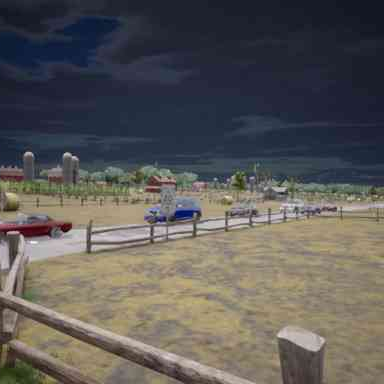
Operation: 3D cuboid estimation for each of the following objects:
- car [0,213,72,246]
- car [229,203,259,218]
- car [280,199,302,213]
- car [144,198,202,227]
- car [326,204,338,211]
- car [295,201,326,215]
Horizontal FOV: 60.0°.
[{"bbox_3d":[-8.386,1.726,16.302,1.895,1.301,4.718,2,0,31],"label":"car"},{"bbox_3d":[5.734,2.034,36.579,1.837,1.490,4.892,2,0,36],"label":"car"},{"bbox_3d":[14.861,2.136,49.216,2.150,2.045,5.566,2,0,35],"label":"car"},{"bbox_3d":[-1.353,1.537,26.594,2.150,2.045,5.566,2,1,35],"label":"car"},{"bbox_3d":[23.072,2.680,55.844,1.895,1.301,4.718,2,0,36],"label":"car"},{"bbox_3d":[16.949,2.432,47.274,2.033,1.411,5.357,2,0,36],"label":"car"}]
